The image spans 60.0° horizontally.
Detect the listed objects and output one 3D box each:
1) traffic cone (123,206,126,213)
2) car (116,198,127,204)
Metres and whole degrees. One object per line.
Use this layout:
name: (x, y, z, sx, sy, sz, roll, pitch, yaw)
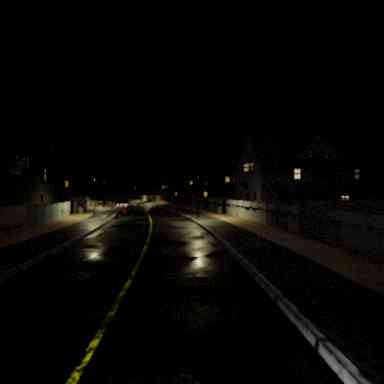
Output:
traffic cone: (-7.700, 2.088, 38.096, 0.340, 0.580, 0.340, 0, 0, -11)
car: (-15.208, 1.887, 71.991, 1.895, 1.301, 4.718, -1, 0, -20)
